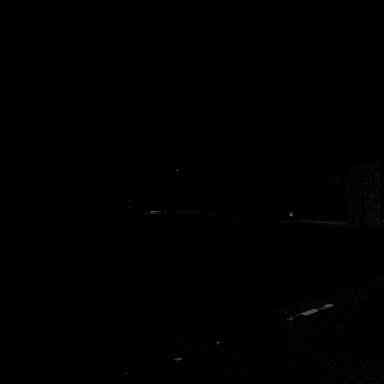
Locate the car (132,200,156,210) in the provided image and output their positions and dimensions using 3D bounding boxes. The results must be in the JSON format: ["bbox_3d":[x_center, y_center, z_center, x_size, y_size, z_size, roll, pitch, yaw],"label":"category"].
[{"bbox_3d":[-7.564,2.311,54.263,1.994,1.385,4.181,-1,1,-35],"label":"car"}]

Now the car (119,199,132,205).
[{"bbox_3d":[-13.539,2.095,68.869,1.812,1.442,4.674,-1,1,-36],"label":"car"}]

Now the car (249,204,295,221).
[{"bbox_3d":[7.769,1.945,32.788,2.128,1.511,4.902,-1,0,-36],"label":"car"}]
